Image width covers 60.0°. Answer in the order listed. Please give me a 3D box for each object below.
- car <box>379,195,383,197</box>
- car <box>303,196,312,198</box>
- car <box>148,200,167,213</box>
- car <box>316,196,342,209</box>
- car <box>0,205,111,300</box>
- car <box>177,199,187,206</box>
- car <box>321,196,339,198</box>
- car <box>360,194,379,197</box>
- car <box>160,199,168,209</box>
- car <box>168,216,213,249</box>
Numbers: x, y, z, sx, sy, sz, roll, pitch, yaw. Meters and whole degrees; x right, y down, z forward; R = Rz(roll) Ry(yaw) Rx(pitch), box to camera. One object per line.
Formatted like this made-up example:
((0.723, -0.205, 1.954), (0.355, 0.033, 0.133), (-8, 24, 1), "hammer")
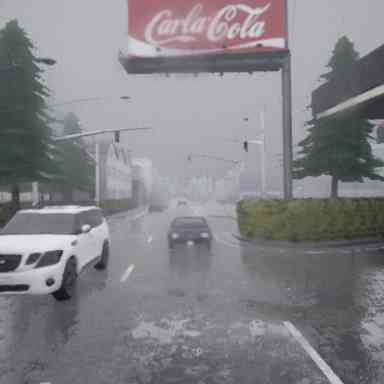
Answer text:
((39.160, 1.408, 69.580), (1.932, 1.855, 4.605), (-1, -1, -2), "car")
((23.485, 1.708, 68.644), (2.152, 1.636, 5.027), (-1, -1, -2), "car")
((-4.888, 2.179, 45.736), (1.895, 1.301, 4.718), (-1, -1, -2), "car")
((20.924, 1.507, 51.167), (1.932, 1.855, 4.605), (-1, -1, -2), "car")
((-3.774, 1.410, 9.116), (2.150, 2.045, 5.566), (-1, -1, -1), "car")
((-2.033, 2.150, 69.531), (1.812, 1.442, 4.674), (-1, -1, -2), "car")
((17.900, 1.450, 43.194), (1.905, 1.878, 3.866), (-1, -1, -2), "car")
((36.270, 1.429, 69.071), (1.905, 1.878, 3.866), (-1, -1, -2), "car")
((-5.194, 2.059, 57.323), (2.097, 1.767, 4.553), (-1, -1, -1), "car")
((-0.122, 1.795, 15.828), (1.895, 1.301, 4.718), (0, 0, -1), "car")
